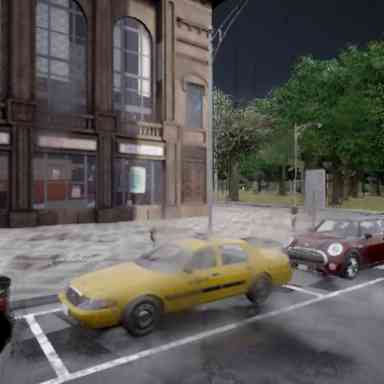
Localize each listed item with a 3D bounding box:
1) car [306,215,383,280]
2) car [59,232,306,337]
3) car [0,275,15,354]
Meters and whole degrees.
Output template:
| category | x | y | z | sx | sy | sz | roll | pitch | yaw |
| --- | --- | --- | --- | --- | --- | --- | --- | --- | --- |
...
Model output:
| category | x | y | z | sx | sy | sz | roll | pitch | yaw |
| --- | --- | --- | --- | --- | --- | --- | --- | --- | --- |
| car | 4.536 | 1.449 | 9.885 | 4.097 | 1.590 | 1.967 | 0 | 0 | -35 |
| car | -0.029 | 1.529 | 6.629 | 4.829 | 1.417 | 1.752 | 0 | 0 | -35 |
| car | -4.318 | 1.565 | 3.570 | 4.313 | 1.339 | 1.947 | 0 | 0 | -35 |
